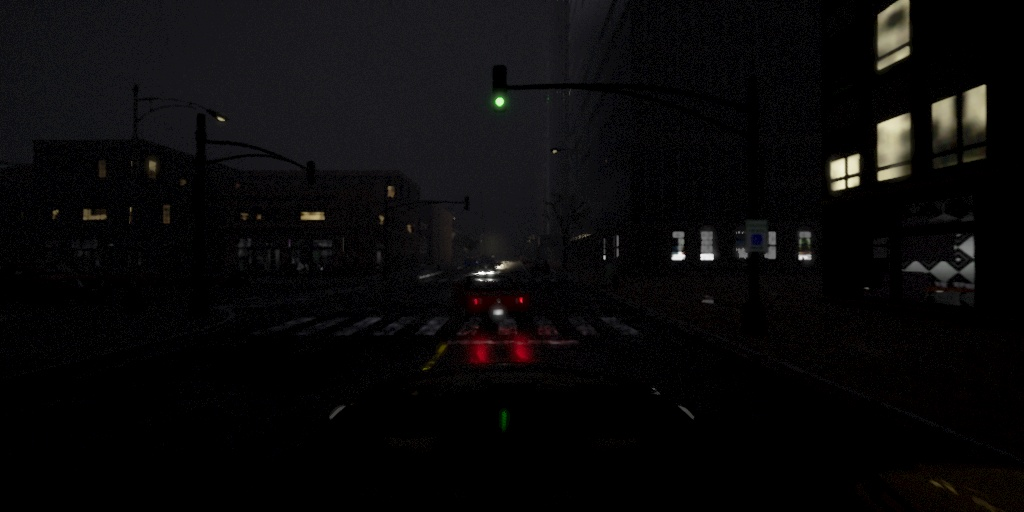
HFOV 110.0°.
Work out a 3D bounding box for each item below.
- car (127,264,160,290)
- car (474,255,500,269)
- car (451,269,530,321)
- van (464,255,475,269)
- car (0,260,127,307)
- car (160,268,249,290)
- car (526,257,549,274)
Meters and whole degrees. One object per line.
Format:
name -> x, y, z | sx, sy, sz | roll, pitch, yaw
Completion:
car -> -24.875, 1.352, 23.092 | 4.097, 1.591, 1.967 | 0, 0, 1
car -> -2.928, 0.992, 42.959 | 2.128, 1.511, 4.902 | 0, 0, 0
car -> -0.948, 1.286, 12.279 | 1.895, 1.301, 4.718 | 0, 0, -15
van -> -5.500, 0.807, 48.898 | 1.690, 1.789, 3.998 | 0, 0, 0
car -> -19.468, 1.095, 14.619 | 5.009, 1.841, 2.192 | 0, 0, 1
car -> -19.328, 1.425, 22.997 | 4.313, 1.339, 1.948 | 0, 0, 1
car -> 2.836, 0.971, 37.781 | 1.967, 1.591, 4.097 | 0, 0, 0
